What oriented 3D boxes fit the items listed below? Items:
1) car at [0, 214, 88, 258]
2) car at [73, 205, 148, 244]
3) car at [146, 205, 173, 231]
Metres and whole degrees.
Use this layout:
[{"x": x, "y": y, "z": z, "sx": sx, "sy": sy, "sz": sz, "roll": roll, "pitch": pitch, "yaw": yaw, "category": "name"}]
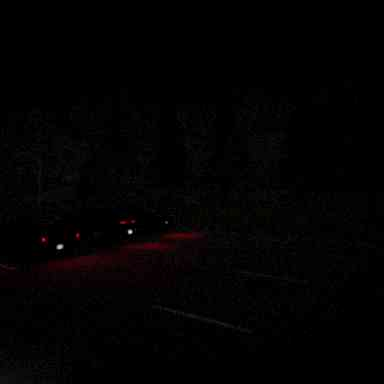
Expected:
[{"x": -6.352, "y": 1.598, "z": 12.771, "sx": 4.718, "sy": 1.301, "sz": 1.895, "roll": 0, "pitch": 0, "yaw": 36, "category": "car"}, {"x": -4.652, "y": 1.500, "z": 15.859, "sx": 4.892, "sy": 1.490, "sz": 1.837, "roll": -1, "pitch": 0, "yaw": 36, "category": "car"}, {"x": -3.373, "y": 1.475, "z": 19.247, "sx": 5.008, "sy": 1.535, "sz": 1.882, "roll": 0, "pitch": 0, "yaw": 36, "category": "car"}]
